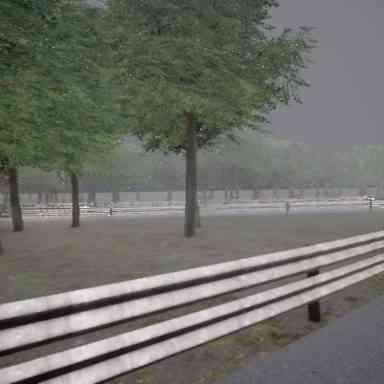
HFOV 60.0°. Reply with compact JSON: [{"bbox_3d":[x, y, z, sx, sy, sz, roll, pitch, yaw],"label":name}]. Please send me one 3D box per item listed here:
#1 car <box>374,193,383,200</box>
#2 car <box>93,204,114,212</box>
[{"bbox_3d":[28.045,1.010,45.773,5.566,2.045,2.150,-1,1,-5],"label":"car"},{"bbox_3d":[-10.982,2.277,42.616,4.674,1.442,1.812,-1,0,-5],"label":"car"}]
